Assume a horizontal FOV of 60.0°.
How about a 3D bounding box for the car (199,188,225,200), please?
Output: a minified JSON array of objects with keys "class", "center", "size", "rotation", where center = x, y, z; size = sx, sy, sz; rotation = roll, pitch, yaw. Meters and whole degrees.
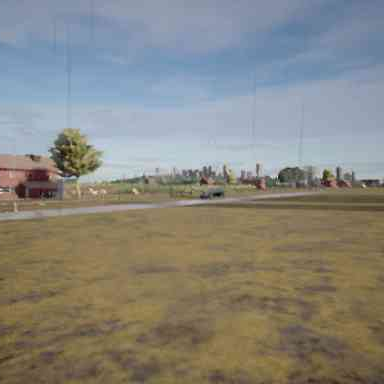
[{"class":"car","center":[3.516,0.263,57.370],"size":[2.150,2.045,5.566],"rotation":[1,2,36]}]
